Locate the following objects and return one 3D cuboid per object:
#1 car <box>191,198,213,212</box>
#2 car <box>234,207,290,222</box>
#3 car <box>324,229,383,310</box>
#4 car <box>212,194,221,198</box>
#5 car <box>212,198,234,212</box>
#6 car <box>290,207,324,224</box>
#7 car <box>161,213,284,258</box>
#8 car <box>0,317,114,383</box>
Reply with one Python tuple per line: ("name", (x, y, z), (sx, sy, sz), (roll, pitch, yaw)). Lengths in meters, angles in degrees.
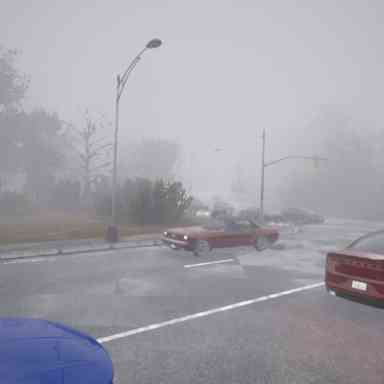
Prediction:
("car", (0.911, 1.980, 46.740), (1.895, 1.301, 4.718), (2, 1, -17))
("car", (6.583, 2.121, 31.946), (2.033, 1.411, 5.357), (3, -1, -24))
("car", (4.992, 1.554, 7.347), (5.008, 1.535, 1.882), (1, -1, -35))
("car", (5.839, 1.104, 79.176), (2.033, 1.411, 5.357), (2, 2, -1))
("car", (4.425, 2.045, 47.265), (1.837, 1.490, 4.892), (2, 0, -17))
("car", (10.499, 2.231, 32.084), (1.837, 1.490, 4.892), (3, -1, -25))
("car", (1.183, 1.682, 13.217), (4.718, 1.301, 1.895), (1, -1, -33))
("car", (-2.863, 1.478, 1.699), (5.008, 1.535, 1.882), (0, 0, -36))
